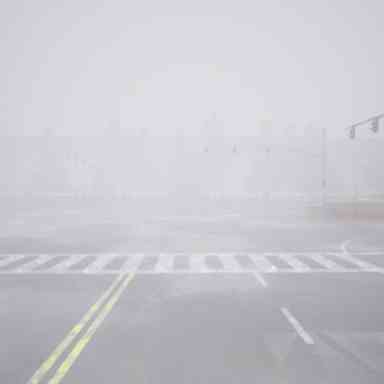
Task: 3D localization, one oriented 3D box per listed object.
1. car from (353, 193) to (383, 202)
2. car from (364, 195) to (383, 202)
[{"bbox_3d":[22.446,1.136,40.332,5.566,2.045,2.150,0,0,-2],"label":"car"},{"bbox_3d":[22.355,1.401,36.831,5.008,1.535,1.882,0,0,-2],"label":"car"}]
